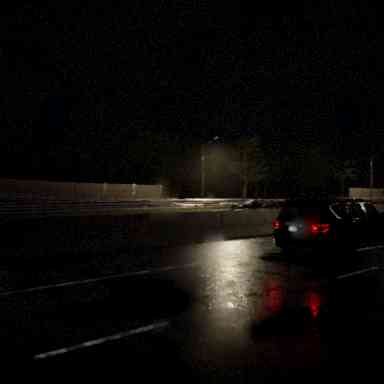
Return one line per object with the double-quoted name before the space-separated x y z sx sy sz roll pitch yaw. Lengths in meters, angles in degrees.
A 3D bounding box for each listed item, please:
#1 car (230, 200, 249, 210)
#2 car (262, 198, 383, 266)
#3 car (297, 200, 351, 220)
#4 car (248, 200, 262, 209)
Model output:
"car" 6.095 1.527 34.120 4.902 1.511 2.128 0 0 -35
"car" 5.297 1.232 11.819 5.566 2.045 2.150 0 0 -35
"car" 11.818 1.532 29.600 4.902 1.511 2.128 0 0 -35
"car" 7.694 1.598 30.962 4.181 1.385 1.994 0 0 -35
